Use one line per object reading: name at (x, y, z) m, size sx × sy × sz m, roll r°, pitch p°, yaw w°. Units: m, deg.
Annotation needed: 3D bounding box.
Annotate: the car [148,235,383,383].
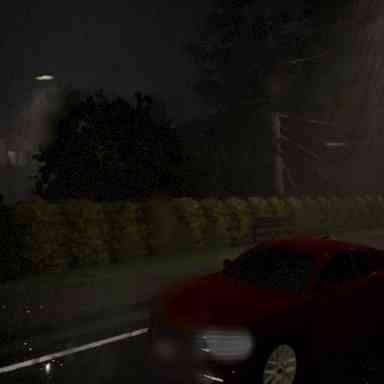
car at (1.698, 1.510, 5.267) m, size 5.008 × 1.535 × 1.882 m, roll 0°, pitch 0°, yaw -37°
